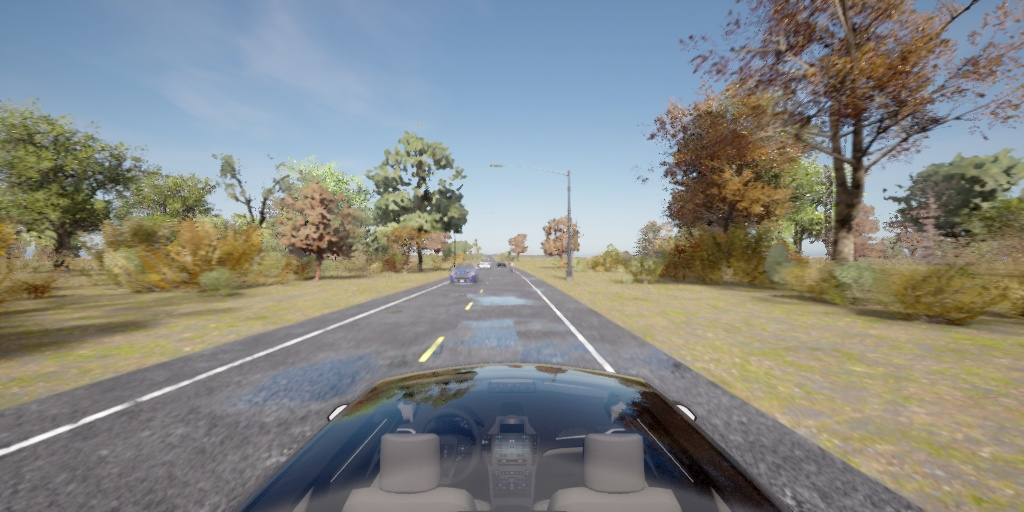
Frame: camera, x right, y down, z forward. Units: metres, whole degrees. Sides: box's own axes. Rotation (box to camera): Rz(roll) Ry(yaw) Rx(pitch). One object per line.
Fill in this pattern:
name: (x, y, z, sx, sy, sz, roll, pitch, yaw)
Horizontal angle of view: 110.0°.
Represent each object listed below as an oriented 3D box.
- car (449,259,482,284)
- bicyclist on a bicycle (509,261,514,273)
car: (-3.883, 1.355, 29.820, 2.097, 1.767, 4.553, 0, 0, -1)
bicyclist on a bicycle: (0.054, 1.633, 52.252, 0.866, 1.612, 1.509, 0, -1, -2)
